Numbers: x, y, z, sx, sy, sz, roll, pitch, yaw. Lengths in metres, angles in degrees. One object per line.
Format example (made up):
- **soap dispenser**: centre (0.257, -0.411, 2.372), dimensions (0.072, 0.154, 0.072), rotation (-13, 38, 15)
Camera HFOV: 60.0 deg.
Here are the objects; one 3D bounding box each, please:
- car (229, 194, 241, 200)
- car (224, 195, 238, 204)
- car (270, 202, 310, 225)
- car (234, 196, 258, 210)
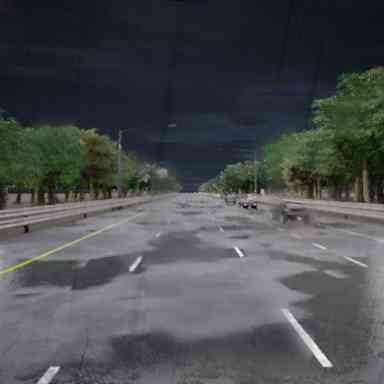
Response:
- **car**: centre (11.870, 1.446, 91.908), dimensions (2.128, 1.511, 4.902), rotation (0, 0, 21)
- **car**: centre (7.024, 1.440, 61.379), dimensions (2.128, 1.511, 4.902), rotation (0, 0, 0)
- **car**: centre (7.006, 1.487, 24.059), dimensions (1.837, 1.490, 4.892), rotation (0, 0, 0)
- **car**: centre (7.010, 1.566, 42.478), dimensions (1.895, 1.301, 4.718), rotation (0, 0, 0)
